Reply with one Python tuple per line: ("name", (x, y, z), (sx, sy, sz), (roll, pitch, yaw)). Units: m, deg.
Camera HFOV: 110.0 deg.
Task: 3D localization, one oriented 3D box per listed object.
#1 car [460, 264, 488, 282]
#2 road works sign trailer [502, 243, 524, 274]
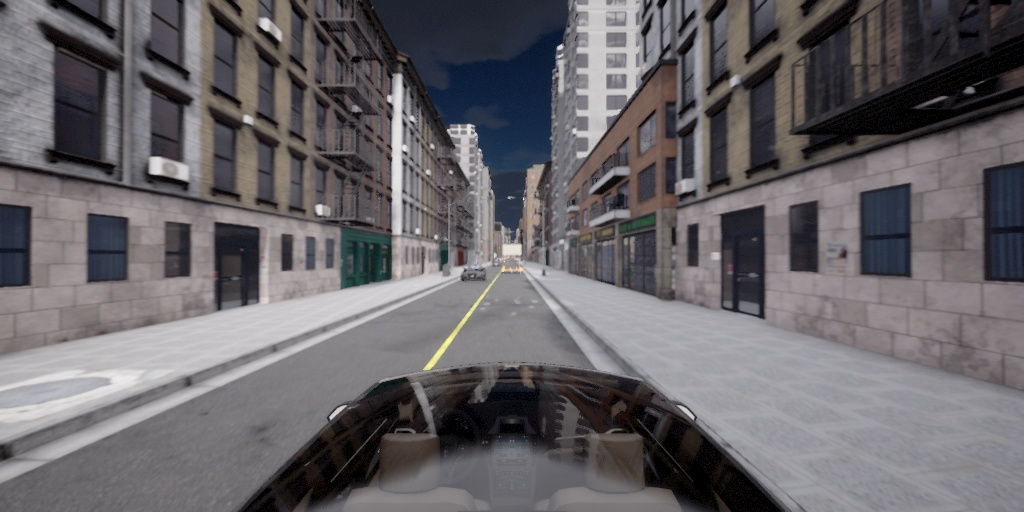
("car", (-3.098, 1.389, 29.919), (1.994, 1.385, 4.181), (0, 0, 0))
("road works sign trailer", (0.001, 0.311, 42.433), (2.380, 3.560, 2.880), (0, 0, 0))
